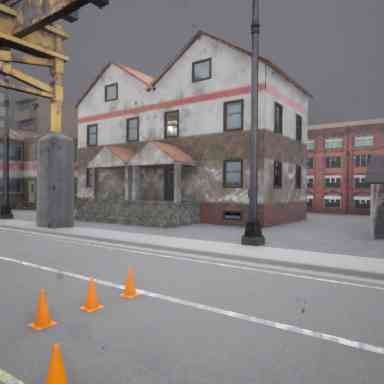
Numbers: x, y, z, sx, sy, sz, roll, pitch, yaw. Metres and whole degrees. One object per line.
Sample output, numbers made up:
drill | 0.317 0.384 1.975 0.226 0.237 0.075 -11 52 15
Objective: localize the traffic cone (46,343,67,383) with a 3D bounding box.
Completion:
traffic cone | -1.479 1.952 3.625 0.340 0.580 0.340 0 0 36

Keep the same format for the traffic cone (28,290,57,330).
traffic cone | -2.516 1.949 5.606 0.340 0.580 0.340 0 0 36

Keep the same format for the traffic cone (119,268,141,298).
traffic cone | -1.346 1.949 7.228 0.340 0.580 0.340 0 0 36

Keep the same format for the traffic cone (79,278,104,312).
traffic cone | -1.931 1.949 6.417 0.340 0.580 0.340 0 0 36
